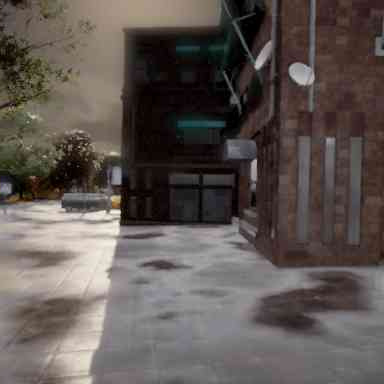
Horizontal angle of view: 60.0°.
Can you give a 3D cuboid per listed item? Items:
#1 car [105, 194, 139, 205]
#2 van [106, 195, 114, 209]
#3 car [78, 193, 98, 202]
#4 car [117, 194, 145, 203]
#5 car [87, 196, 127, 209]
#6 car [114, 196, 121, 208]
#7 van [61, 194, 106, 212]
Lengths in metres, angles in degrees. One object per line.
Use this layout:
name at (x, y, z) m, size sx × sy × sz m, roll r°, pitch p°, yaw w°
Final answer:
car at (-11.780, 1.292, 55.585) m, size 5.366 × 1.575 × 1.946 m, roll 2°, pitch 1°, yaw -17°
van at (-12.265, 1.225, 40.688) m, size 4.442 × 1.987 × 1.878 m, roll 2°, pitch 0°, yaw -17°
car at (-20.232, 1.014, 65.089) m, size 2.033 × 1.411 × 5.357 m, roll 1°, pitch 1°, yaw 3°
car at (-11.258, 1.212, 61.631) m, size 4.892 × 1.521 × 2.231 m, roll 2°, pitch 1°, yaw -17°
car at (-11.914, 1.430, 46.694) m, size 5.366 × 1.575 × 1.946 m, roll 2°, pitch 1°, yaw -17°
car at (-12.232, 1.441, 43.639) m, size 5.008 × 1.535 × 2.097 m, roll 2°, pitch 1°, yaw -17°
van at (-12.411, 1.231, 37.691) m, size 4.442 × 1.987 × 1.878 m, roll 2°, pitch 0°, yaw -17°
